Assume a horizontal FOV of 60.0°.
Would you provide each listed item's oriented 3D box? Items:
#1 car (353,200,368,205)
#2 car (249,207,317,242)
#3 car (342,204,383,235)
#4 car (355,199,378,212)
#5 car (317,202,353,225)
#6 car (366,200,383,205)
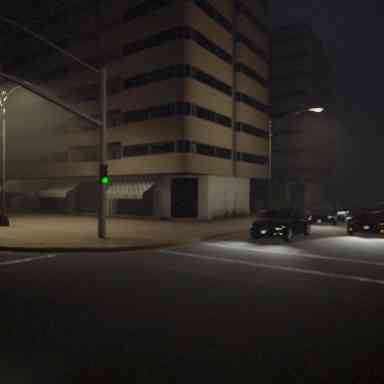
[{"bbox_3d":[15.658,1.642,32.585,1.994,1.385,4.181,0,0,36],"label":"car"},{"bbox_3d":[4.596,1.551,16.933,1.837,1.490,4.892,0,0,35],"label":"car"},{"bbox_3d":[9.970,1.626,18.480,1.994,1.385,4.181,0,0,35],"label":"car"},{"bbox_3d":[21.446,1.658,40.751,1.994,1.385,4.181,0,0,36],"label":"car"},{"bbox_3d":[10.211,1.610,24.893,2.033,1.411,5.357,0,0,35],"label":"car"},{"bbox_3d":[15.116,1.554,25.770,1.882,1.535,5.008,0,0,35],"label":"car"}]
